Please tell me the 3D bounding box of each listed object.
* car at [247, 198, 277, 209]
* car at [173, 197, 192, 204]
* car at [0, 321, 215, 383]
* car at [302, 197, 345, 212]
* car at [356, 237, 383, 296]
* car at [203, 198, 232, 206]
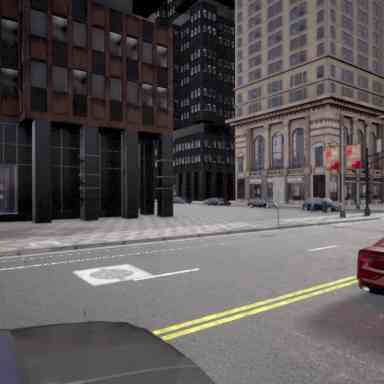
[{"bbox_3d":[9.688,1.526,45.386,2.128,1.511,4.902,0,0,-35],"label":"car"},{"bbox_3d":[-2.118,1.608,62.157,2.033,1.411,5.357,0,0,-35],"label":"car"},{"bbox_3d":[-2.306,1.547,1.799,5.357,1.411,2.033,0,0,-35],"label":"car"},{"bbox_3d":[14.966,1.377,37.922,2.097,1.767,4.553,0,0,-35],"label":"car"},{"bbox_3d":[5.708,1.477,7.516,5.008,1.535,1.882,0,0,-36],"label":"car"},{"bbox_3d":[3.995,1.594,53.451,2.033,1.411,5.357,0,0,-35],"label":"car"}]
